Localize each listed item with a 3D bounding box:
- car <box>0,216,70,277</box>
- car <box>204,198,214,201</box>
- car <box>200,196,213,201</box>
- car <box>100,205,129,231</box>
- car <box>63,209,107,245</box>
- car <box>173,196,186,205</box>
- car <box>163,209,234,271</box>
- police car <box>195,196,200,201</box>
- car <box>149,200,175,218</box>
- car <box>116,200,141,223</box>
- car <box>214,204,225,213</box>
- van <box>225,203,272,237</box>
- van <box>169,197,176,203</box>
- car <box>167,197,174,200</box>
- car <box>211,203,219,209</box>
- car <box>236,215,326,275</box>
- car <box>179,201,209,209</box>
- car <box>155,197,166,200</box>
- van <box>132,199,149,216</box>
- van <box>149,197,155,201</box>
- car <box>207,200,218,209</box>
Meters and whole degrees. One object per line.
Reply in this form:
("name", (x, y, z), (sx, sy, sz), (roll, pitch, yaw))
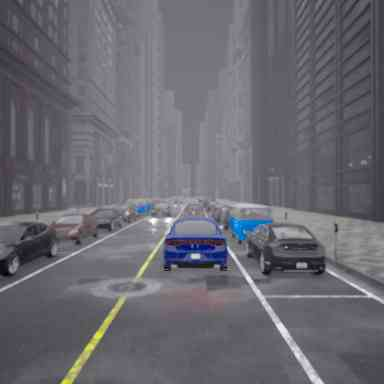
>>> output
("car", (-5.746, 1.653, 10.587), (1.947, 1.339, 4.313), (0, 0, 0))
("car", (2.839, 1.926, 44.406), (1.887, 1.381, 4.507), (0, -1, 0))
("car", (2.859, 1.799, 55.680), (2.192, 1.841, 5.009), (0, -1, 0))
("car", (-5.726, 1.748, 21.861), (1.947, 1.339, 4.313), (0, 0, 0))
("car", (-5.736, 1.716, 16.224), (1.802, 1.307, 4.206), (0, 0, 0))
("car", (-2.866, 2.107, 74.609), (1.837, 1.490, 4.892), (0, -1, 0))
("car", (0.104, 1.571, 11.338), (1.882, 1.535, 5.008), (0, 0, 0))
("police car", (2.519, 2.191, 85.284), (1.930, 1.638, 5.238), (0, -1, 0))
("car", (-3.038, 1.813, 33.902), (1.812, 1.442, 4.674), (0, -1, 0))
("car", (-5.716, 1.671, 27.499), (1.967, 1.590, 4.097), (0, 0, 0))
("car", (2.799, 1.733, 21.862), (2.008, 1.369, 4.403), (0, 0, 0))
("van", (2.788, 1.475, 16.227), (1.690, 1.788, 3.998), (0, 0, 0))
("van", (-5.595, 2.204, 95.135), (1.690, 1.788, 3.998), (0, -1, 0))
("car", (-5.635, 2.188, 72.588), (1.887, 1.381, 4.507), (0, -1, 0))
("car", (2.809, 1.813, 27.498), (1.802, 1.307, 4.206), (0, -1, 0))
("car", (2.779, 1.638, 10.589), (2.008, 1.369, 4.403), (0, 0, 0))
("car", (0.148, 1.800, 30.009), (2.033, 1.411, 5.357), (0, -1, 0))
("car", (-5.676, 1.747, 50.044), (2.192, 1.841, 5.009), (0, -1, 0))
("van", (-5.706, 1.622, 33.136), (1.690, 1.788, 3.998), (0, -1, 0))
("van", (-5.696, 1.672, 38.772), (1.690, 1.788, 3.998), (0, -1, 0))
("car", (2.819, 1.831, 33.134), (2.008, 1.369, 4.403), (0, -1, 0))
